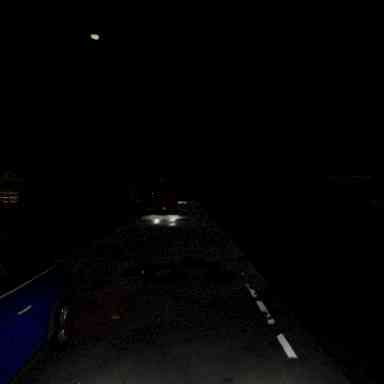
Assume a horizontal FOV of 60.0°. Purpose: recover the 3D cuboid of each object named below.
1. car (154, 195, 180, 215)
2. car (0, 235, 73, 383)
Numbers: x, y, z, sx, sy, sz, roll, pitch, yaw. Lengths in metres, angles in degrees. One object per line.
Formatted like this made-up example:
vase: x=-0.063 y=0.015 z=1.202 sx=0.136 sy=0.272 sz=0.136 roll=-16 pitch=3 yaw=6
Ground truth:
car: x=-2.756 y=1.330 z=35.954 sx=2.150 sy=2.045 sz=5.566 roll=0 pitch=-1 yaw=0
car: x=-2.847 y=1.359 z=3.148 sx=2.097 sy=1.767 sz=4.553 roll=0 pitch=-1 yaw=0
